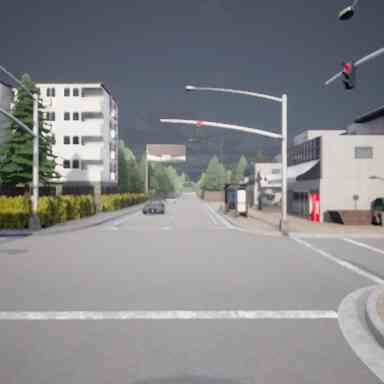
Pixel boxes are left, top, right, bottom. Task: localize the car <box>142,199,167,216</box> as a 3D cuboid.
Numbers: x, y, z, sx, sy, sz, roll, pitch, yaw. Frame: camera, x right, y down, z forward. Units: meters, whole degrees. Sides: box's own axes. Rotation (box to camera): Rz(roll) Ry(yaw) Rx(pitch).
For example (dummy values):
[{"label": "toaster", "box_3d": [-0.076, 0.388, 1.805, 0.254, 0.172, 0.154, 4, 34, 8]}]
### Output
[{"label": "car", "box_3d": [-3.542, 1.509, 31.876, 1.994, 1.385, 4.181, 0, 1, 0]}]
